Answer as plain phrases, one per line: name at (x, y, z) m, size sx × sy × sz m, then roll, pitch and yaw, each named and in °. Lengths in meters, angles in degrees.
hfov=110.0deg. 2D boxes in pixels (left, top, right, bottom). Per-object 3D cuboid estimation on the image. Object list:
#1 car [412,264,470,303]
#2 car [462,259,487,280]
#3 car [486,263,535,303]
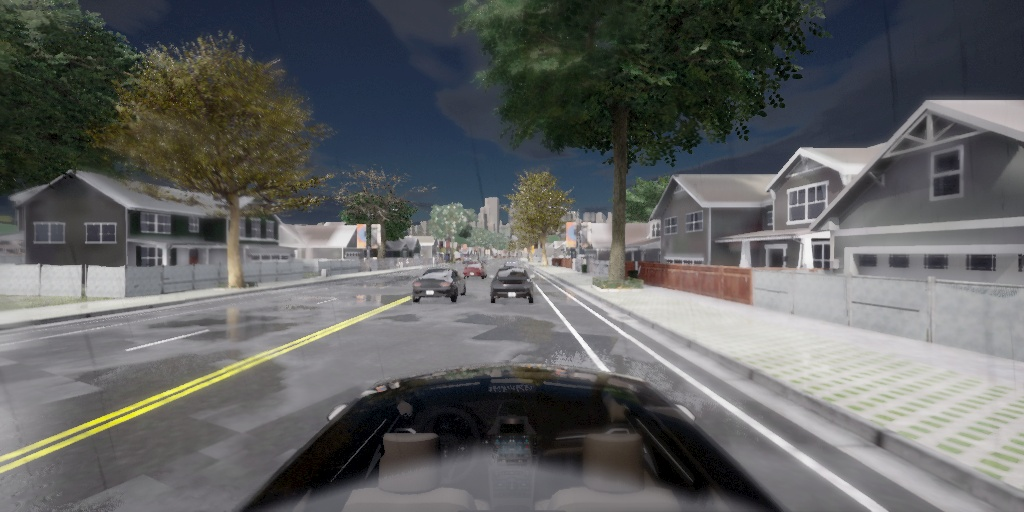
car at (-3.250, 1.279, 16.501) m, size 1.812 × 1.442 × 4.674 m, roll 0°, pitch 0°, yaw 0°
car at (-3.250, 1.278, 31.501) m, size 1.812 × 1.442 × 4.674 m, roll 0°, pitch 0°, yaw 0°
car at (0.000, 1.262, 16.501) m, size 1.837 × 1.490 × 4.892 m, roll 0°, pitch 0°, yaw 0°
